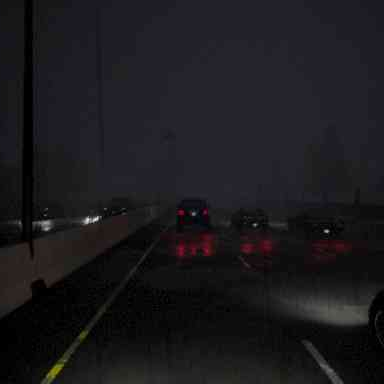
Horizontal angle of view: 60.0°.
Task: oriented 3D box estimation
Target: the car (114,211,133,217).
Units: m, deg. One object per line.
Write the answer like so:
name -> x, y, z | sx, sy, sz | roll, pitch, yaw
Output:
car -> -7.067, 1.541, 32.738 | 2.150, 2.045, 5.566 | 0, -1, 0

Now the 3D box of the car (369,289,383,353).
car -> 3.600, 1.557, 3.126 | 1.812, 1.442, 4.674 | 0, -1, 0

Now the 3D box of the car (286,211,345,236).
car -> 7.102, 1.793, 19.740 | 1.895, 1.301, 4.718 | 0, -1, 0

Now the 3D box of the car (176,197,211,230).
car -> 0.101, 1.445, 22.842 | 2.150, 2.045, 5.566 | 0, 0, 0

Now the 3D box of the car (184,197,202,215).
car -> 0.083, 1.619, 41.125 | 2.150, 2.045, 5.566 | 0, -1, 0

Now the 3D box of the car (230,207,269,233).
car -> 3.602, 1.700, 21.378 | 2.128, 1.511, 4.902 | 0, -1, 0
